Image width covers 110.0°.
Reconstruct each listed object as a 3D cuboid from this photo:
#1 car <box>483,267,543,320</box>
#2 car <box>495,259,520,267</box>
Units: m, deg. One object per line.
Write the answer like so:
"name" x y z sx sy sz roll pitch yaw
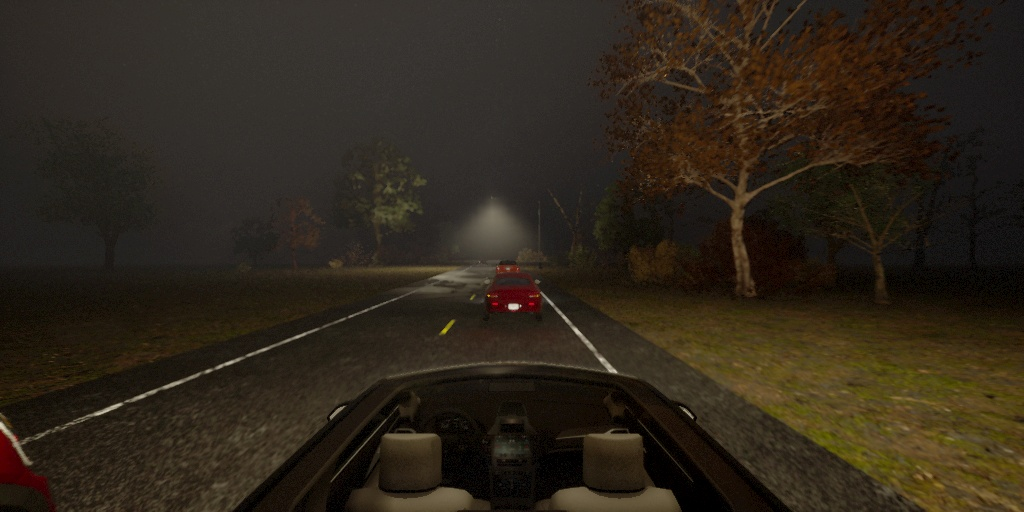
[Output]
"car" 0.017 1.265 12.427 1.812 1.442 4.674 0 0 -1
"car" -0.382 1.065 31.098 2.097 1.767 4.553 0 0 -2
